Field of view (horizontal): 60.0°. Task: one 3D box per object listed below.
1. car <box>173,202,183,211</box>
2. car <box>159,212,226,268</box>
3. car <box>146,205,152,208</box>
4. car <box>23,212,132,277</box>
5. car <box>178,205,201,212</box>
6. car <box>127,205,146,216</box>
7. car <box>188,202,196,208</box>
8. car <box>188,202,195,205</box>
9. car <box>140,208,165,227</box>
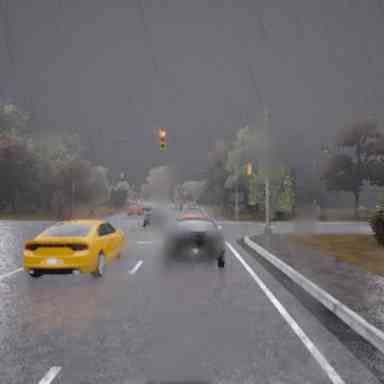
[{"bbox_3d":[-3.507,3.777,79.673,1.994,1.385,4.181,0,0,0],"label":"car"},{"bbox_3d":[0.083,1.643,11.901,1.882,1.535,5.008,0,-2,0],"label":"car"},{"bbox_3d":[-10.506,3.772,77.606,2.033,1.411,5.357,0,0,0],"label":"car"},{"bbox_3d":[-3.422,1.611,10.648,1.882,1.535,5.008,0,-1,0],"label":"car"},{"bbox_3d":[0.089,2.306,30.610,2.097,1.767,4.553,0,-3,0],"label":"car"},{"bbox_3d":[-10.533,3.377,61.758,2.150,2.045,5.566,0,-1,1],"label":"car"},{"bbox_3d":[-0.102,3.569,89.822,1.837,1.490,4.892,0,0,-3],"label":"car"},{"bbox_3d":[-0.006,3.764,79.257,2.033,1.411,5.357,0,0,0],"label":"car"},{"bbox_3d":[-3.409,2.506,31.554,1.837,1.490,4.892,0,-3,0],"label":"car"}]
